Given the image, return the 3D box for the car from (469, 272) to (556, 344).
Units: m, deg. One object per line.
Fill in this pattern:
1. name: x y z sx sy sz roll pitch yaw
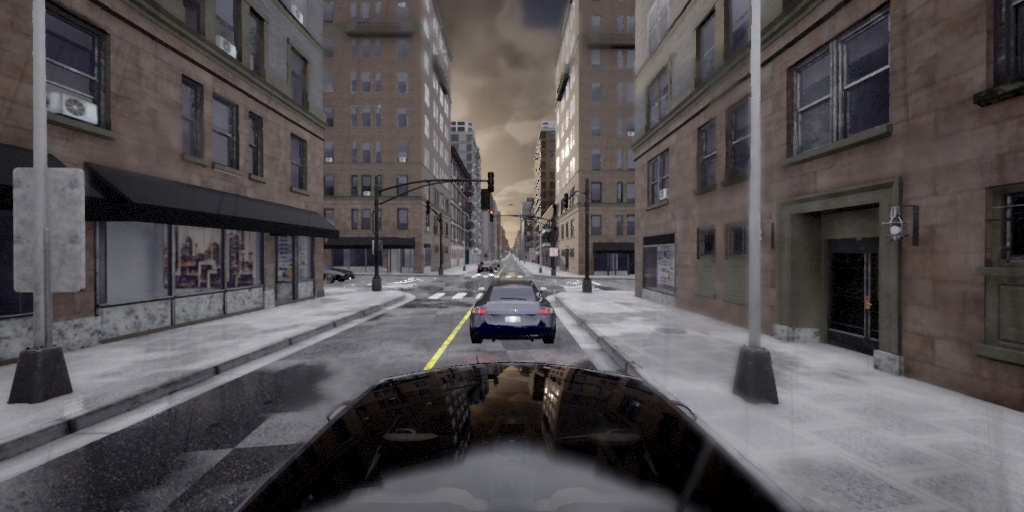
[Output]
1. car: 0.013 1.313 9.626 1.994 1.385 4.181 0 0 0

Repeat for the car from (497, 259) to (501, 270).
1. car: -3.081 1.355 52.892 2.033 1.411 5.357 0 0 0

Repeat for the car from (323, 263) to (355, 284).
1. car: -13.867 1.131 24.899 5.357 1.411 2.033 1 0 1

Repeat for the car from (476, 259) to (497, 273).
1. car: -3.083 1.296 43.069 1.837 1.490 4.892 0 0 0

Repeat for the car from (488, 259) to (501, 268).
1. car: -3.039 1.303 63.301 1.882 1.535 5.008 0 0 0
